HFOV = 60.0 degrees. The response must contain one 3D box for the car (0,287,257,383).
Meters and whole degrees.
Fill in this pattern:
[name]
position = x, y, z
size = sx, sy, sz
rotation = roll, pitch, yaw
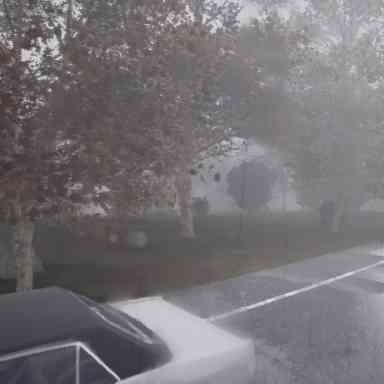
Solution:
[car]
position = -1.786, 1.611, 2.501
size = 4.718, 1.301, 1.895
rotation = 0, 0, -36
